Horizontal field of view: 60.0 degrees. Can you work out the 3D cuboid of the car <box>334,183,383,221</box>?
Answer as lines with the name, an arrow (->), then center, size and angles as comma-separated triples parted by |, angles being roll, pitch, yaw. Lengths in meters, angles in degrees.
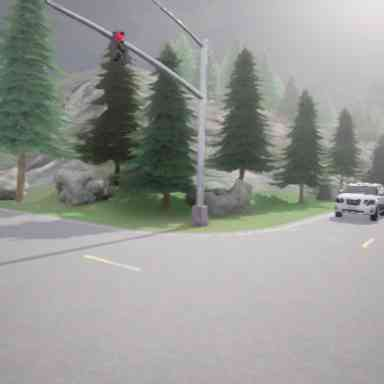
car -> 10.474, 0.479, 20.398 | 2.150, 2.045, 5.566 | 4, 3, 37
